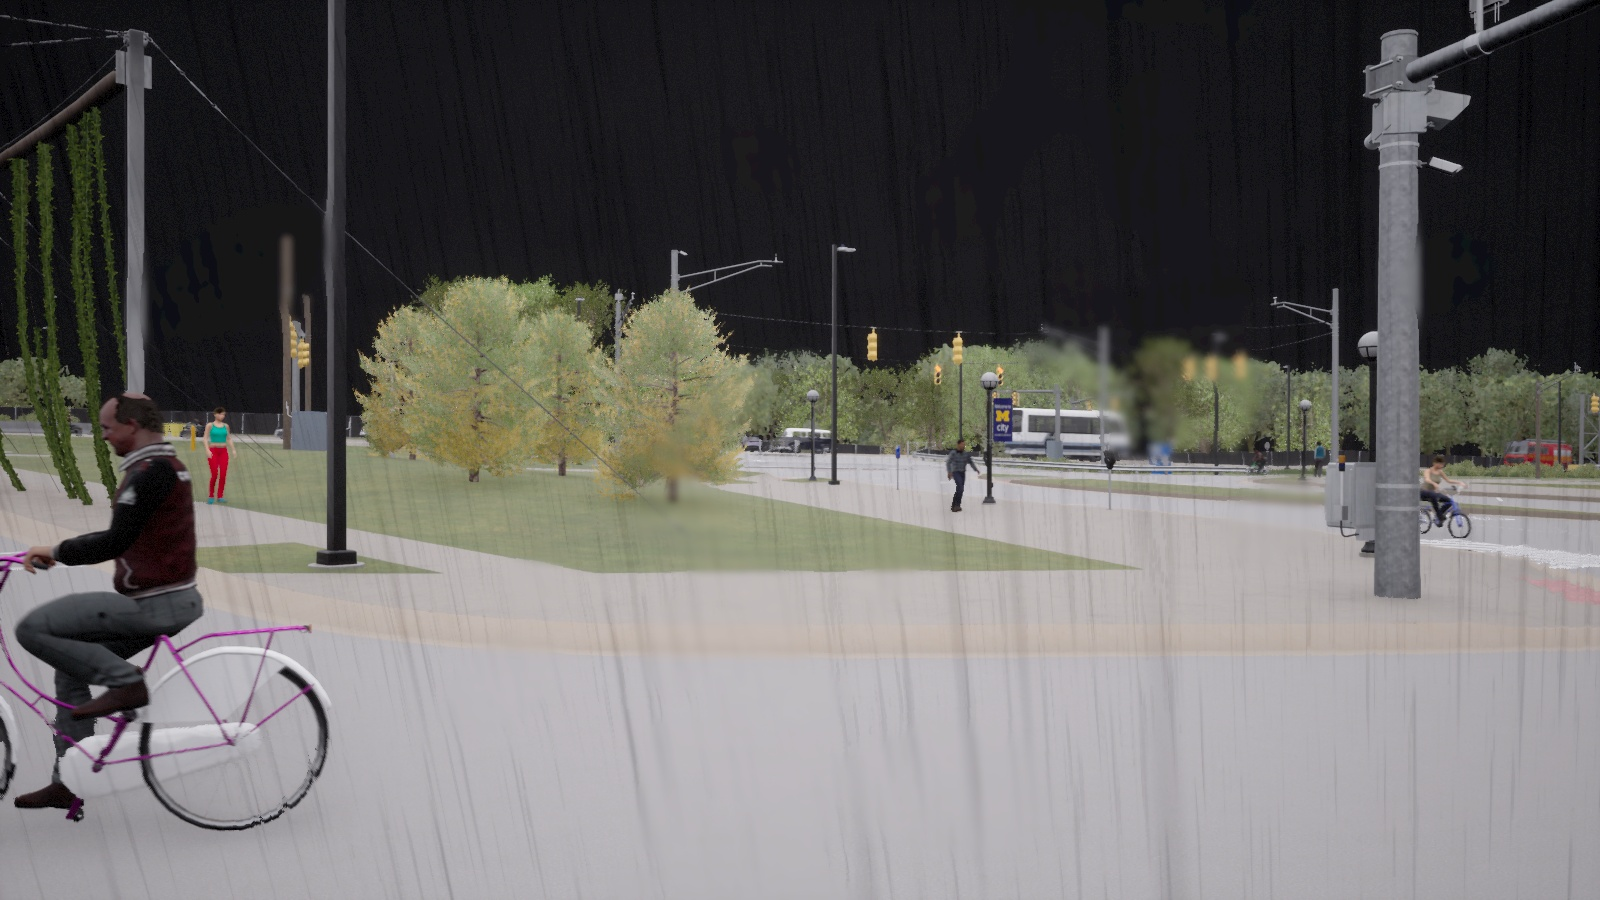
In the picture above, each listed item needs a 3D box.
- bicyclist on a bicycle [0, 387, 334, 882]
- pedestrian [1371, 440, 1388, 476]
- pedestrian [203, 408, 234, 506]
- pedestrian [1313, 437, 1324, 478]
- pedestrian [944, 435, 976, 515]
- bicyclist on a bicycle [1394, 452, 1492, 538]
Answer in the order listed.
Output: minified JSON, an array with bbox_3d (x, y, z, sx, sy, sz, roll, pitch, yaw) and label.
[{"bbox_3d":[-2.821,0.665,4.865,1.843,1.776,0.659,0,0,-15],"label":"bicyclist on a bicycle"},{"bbox_3d":[29.317,0.406,63.496,0.726,1.842,0.402,0,0,-22],"label":"pedestrian"},{"bbox_3d":[-11.020,0.131,23.791,0.345,1.836,0.594,0,0,-45],"label":"pedestrian"},{"bbox_3d":[24.618,0.334,59.632,0.396,1.930,0.692,0,0,11],"label":"pedestrian"},{"bbox_3d":[3.945,0.599,30.947,0.423,1.949,0.788,0,0,-24],"label":"pedestrian"},{"bbox_3d":[12.743,0.869,24.941,0.866,1.612,1.509,1,2,-19],"label":"bicyclist on a bicycle"}]
